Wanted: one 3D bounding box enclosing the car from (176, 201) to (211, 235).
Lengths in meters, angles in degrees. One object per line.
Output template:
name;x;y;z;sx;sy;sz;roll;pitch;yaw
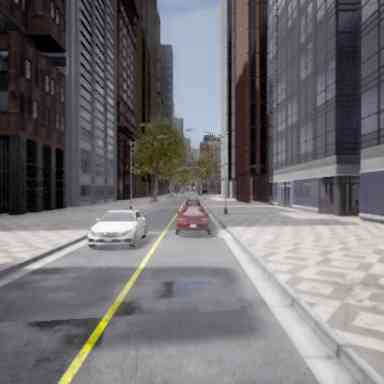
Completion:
car;0.080;1.477;18.424;1.812;1.442;4.674;0;0;0

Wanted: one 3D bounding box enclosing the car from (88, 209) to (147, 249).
car;-3.084;1.487;14.591;1.812;1.442;4.674;0;0;0

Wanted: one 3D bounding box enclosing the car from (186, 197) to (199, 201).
car;0.100;1.377;44.053;2.128;1.511;4.902;0;0;0
